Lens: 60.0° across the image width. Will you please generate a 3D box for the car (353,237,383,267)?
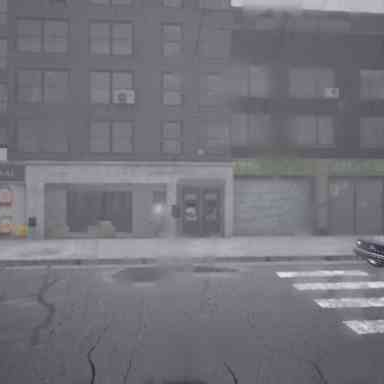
[{"bbox_3d":[7.172,1.603,9.341,4.718,1.301,1.895,0,0,-4],"label":"car"}]
